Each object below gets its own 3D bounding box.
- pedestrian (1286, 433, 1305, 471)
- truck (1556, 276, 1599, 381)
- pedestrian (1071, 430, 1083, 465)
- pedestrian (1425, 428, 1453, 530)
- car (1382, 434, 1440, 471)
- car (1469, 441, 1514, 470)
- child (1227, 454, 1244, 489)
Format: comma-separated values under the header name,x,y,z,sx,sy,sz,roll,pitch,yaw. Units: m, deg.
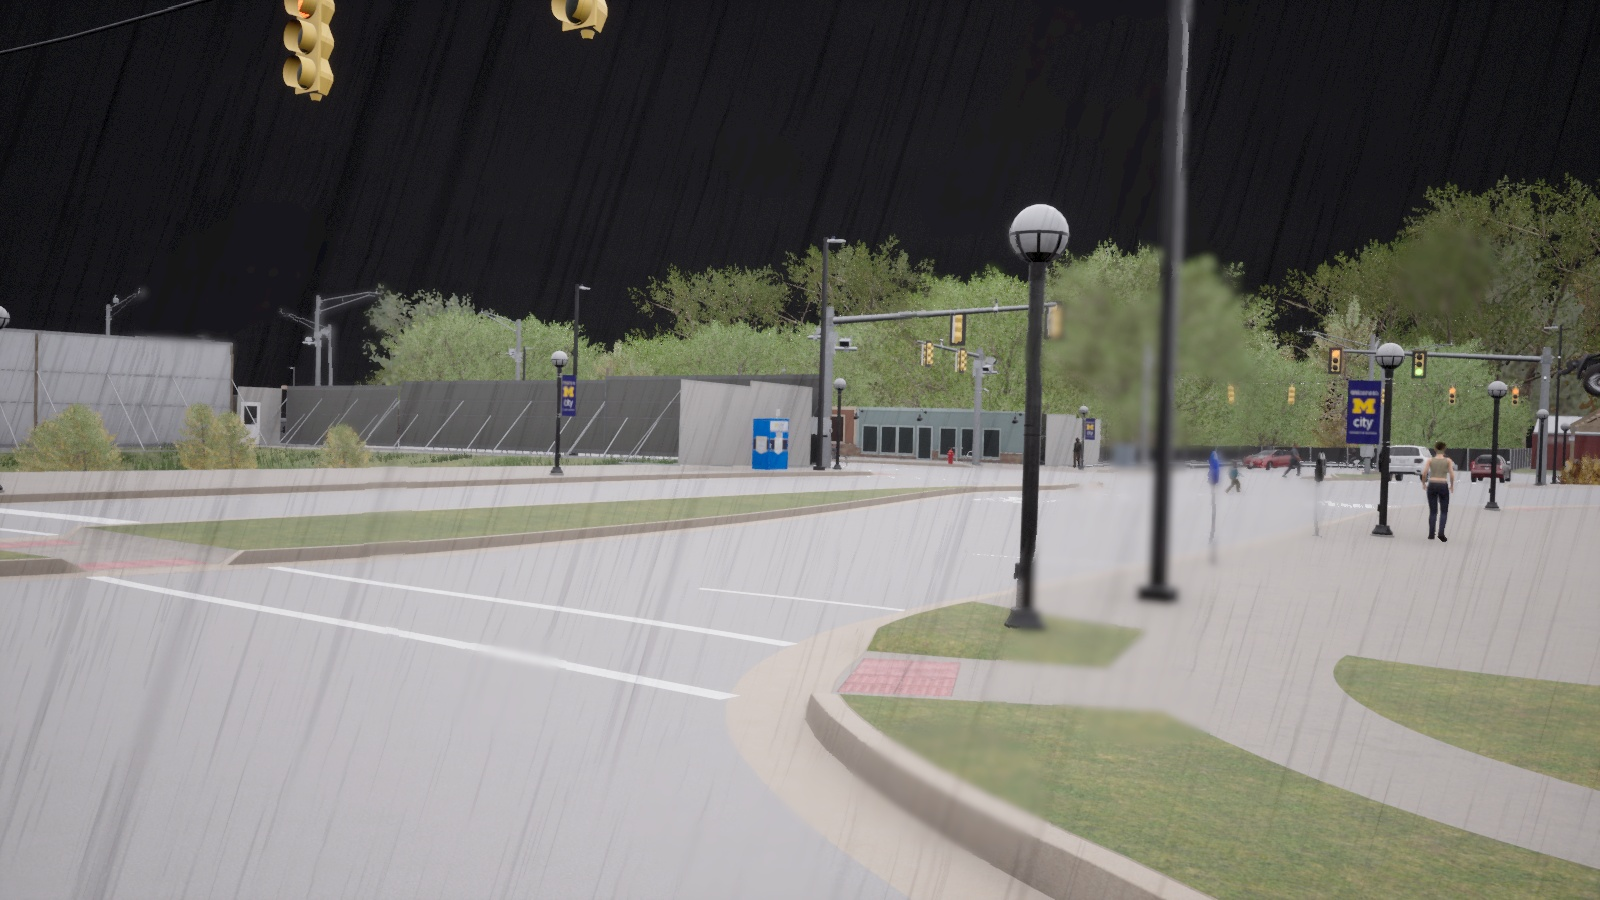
name,x,y,z,sx,sy,sz,roll,pitch,yaw
pedestrian,24.545,0.080,62.177,0.694,1.848,0.540,2,2,40
truck,30.154,-4.364,42.211,7.936,3.462,2.891,-3,2,32
pedestrian,15.792,-0.149,71.622,0.395,1.930,0.692,2,2,31
pedestrian,11.743,0.518,23.065,0.345,1.836,0.594,2,2,34
car,35.004,0.158,71.877,2.150,2.045,5.566,0,0,35
car,40.738,0.293,73.917,1.851,1.617,3.988,0,1,36
child,15.270,0.738,44.018,0.448,1.192,0.343,2,2,36
